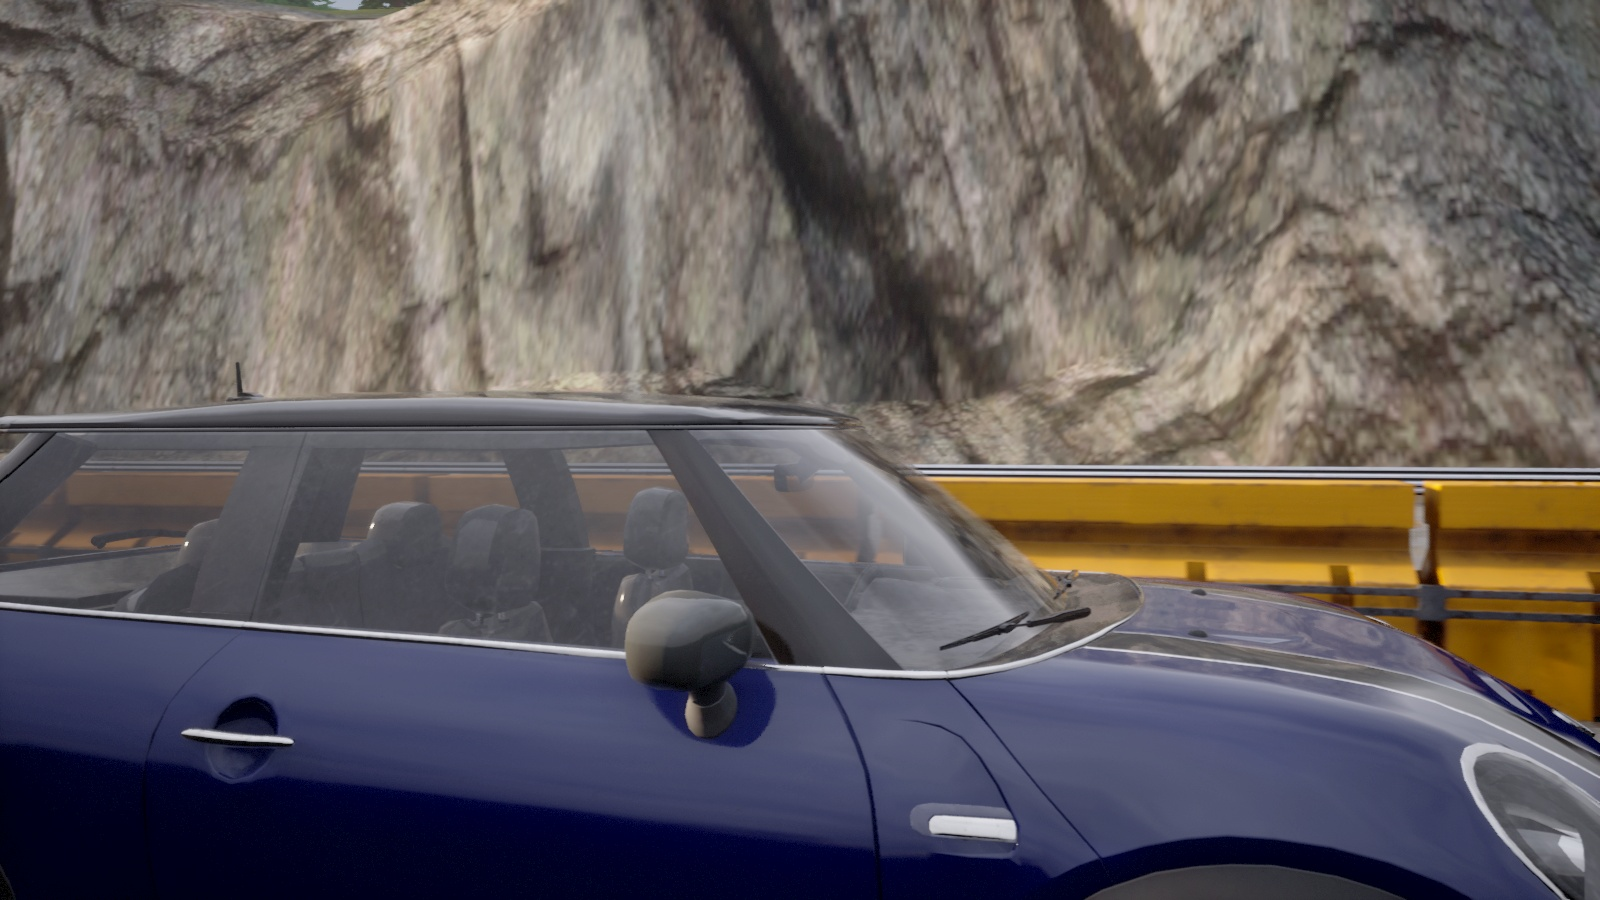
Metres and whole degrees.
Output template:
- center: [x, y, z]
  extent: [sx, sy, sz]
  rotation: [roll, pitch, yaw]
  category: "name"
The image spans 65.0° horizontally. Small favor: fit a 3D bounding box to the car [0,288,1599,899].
- center: [-0.281, 0.630, 3.287]
  extent: [4.553, 1.767, 2.097]
  rotation: [1, 1, 18]
  category: "car"
